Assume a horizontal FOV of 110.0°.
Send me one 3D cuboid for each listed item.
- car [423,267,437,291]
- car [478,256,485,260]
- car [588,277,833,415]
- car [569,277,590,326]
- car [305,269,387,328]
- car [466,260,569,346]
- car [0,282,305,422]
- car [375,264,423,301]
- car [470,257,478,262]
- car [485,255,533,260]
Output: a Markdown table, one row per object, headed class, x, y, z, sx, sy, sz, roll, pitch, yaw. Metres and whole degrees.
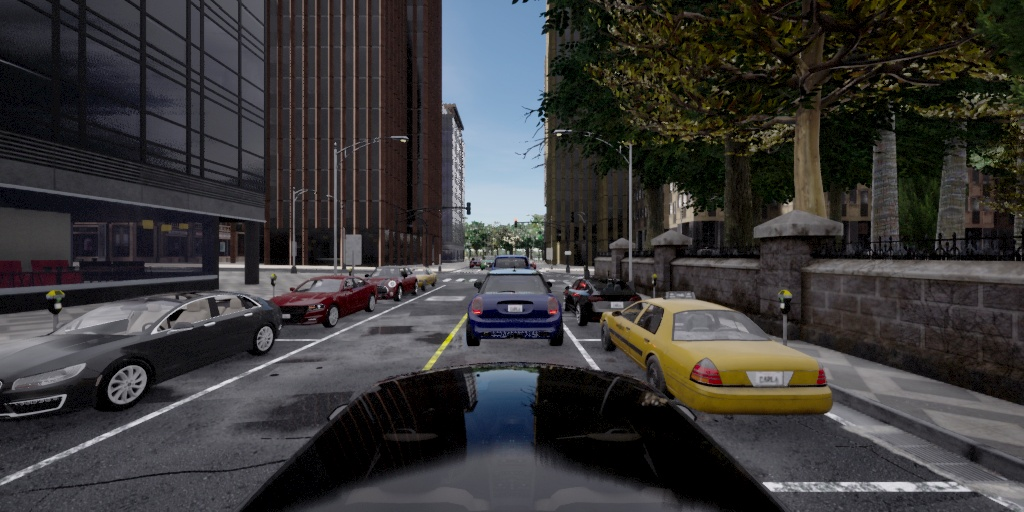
| class | x | y | z | sx | sy | sz | roll | pitch | yaw |
| --- | --- | --- | --- | --- | --- | --- | --- | --- | --- |
| car | -5.809 | 1.277 | 22.160 | 1.751 | 1.417 | 4.829 | 0 | 0 | 0 |
| car | -3.214 | 0.982 | 51.214 | 2.150 | 2.045 | 5.566 | 0 | 0 | -1 |
| car | 2.752 | 1.275 | 6.151 | 1.751 | 1.417 | 4.829 | 0 | 0 | 0 |
| car | 2.740 | 1.316 | 11.437 | 1.948 | 1.339 | 4.313 | 0 | 0 | 0 |
| car | -5.785 | 1.295 | 11.416 | 1.888 | 1.381 | 4.507 | 0 | 0 | 0 |
| car | 0.036 | 1.102 | 9.539 | 2.097 | 1.767 | 4.553 | 0 | 0 | -1 |
| car | -5.772 | 1.300 | 5.959 | 2.007 | 1.370 | 4.403 | 0 | 0 | 0 |
| car | -5.797 | 1.190 | 16.873 | 1.967 | 1.591 | 4.097 | 0 | 0 | 0 |
| car | -5.894 | 1.079 | 59.738 | 2.192 | 1.841 | 5.009 | 0 | 0 | 0 |
| car | -0.034 | 0.973 | 18.973 | 2.150 | 2.045 | 5.566 | 0 | 0 | 0 |
